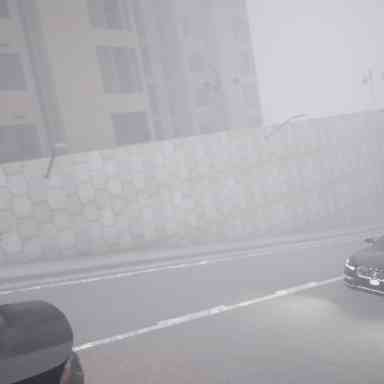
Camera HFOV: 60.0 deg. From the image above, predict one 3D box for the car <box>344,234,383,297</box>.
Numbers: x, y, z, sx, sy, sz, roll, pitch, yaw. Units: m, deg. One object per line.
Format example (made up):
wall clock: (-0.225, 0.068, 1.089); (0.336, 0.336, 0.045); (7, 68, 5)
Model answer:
car: (5.551, 1.528, 7.885); (4.892, 1.490, 1.837); (0, 0, -35)

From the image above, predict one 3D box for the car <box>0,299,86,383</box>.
car: (-3.168, 1.513, 1.720); (5.008, 1.535, 1.882); (-1, 1, -35)
